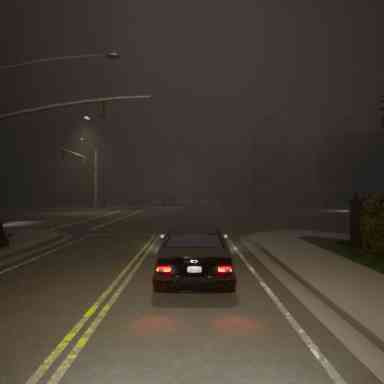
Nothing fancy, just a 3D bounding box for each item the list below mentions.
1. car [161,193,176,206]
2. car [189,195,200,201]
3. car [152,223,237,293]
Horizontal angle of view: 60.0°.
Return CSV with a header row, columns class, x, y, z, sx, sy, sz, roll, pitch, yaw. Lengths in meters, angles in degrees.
class,x,y,z,sx,sy,sz,roll,pitch,yaw
car,-3.721,1.205,53.992,2.150,2.045,5.566,0,0,0
car,0.552,1.503,78.989,2.033,1.411,5.357,0,0,12
car,0.053,1.545,8.959,2.033,1.411,5.357,0,0,0
